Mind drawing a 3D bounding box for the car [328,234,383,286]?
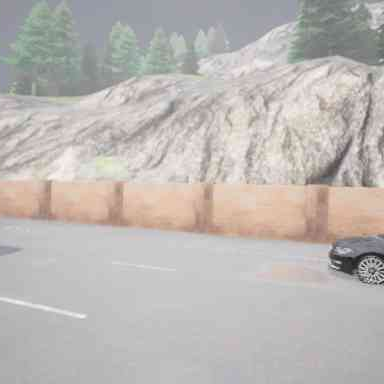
[{"bbox_3d":[5.979,1.507,8.080,4.902,1.511,2.128,2,1,23],"label":"car"}]
